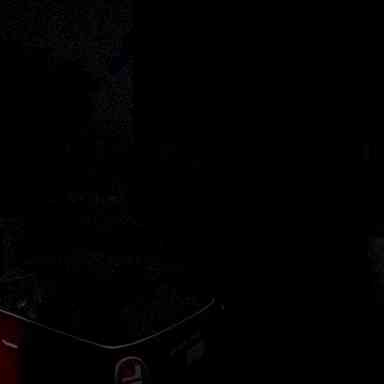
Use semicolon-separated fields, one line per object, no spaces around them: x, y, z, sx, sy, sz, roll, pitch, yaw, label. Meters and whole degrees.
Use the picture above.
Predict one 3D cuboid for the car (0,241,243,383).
-1.555;1.440;4.053;4.097;1.590;1.967;0;0;35;car
